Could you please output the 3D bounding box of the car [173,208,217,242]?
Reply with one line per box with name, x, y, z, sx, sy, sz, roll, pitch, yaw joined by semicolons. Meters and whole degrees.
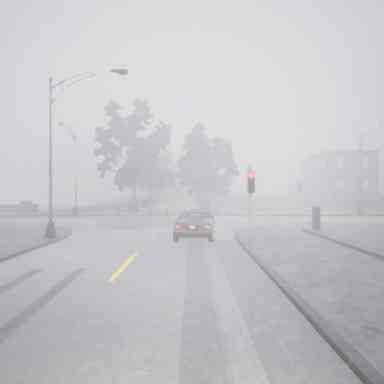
car;0.217;1.510;16.282;2.033;1.411;5.357;0;0;4
